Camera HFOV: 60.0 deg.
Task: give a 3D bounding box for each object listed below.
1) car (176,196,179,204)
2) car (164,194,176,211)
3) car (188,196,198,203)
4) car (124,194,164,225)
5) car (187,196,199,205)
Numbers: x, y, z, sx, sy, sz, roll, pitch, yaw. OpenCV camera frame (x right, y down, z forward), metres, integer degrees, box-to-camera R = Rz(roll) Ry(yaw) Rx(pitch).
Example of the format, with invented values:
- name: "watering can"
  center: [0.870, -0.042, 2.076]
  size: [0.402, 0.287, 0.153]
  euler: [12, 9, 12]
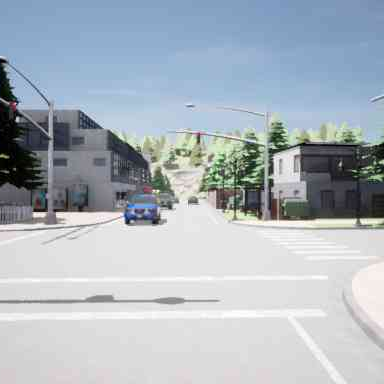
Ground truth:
- name: "car"
  center: [-3.416, 1.493, 63.449]
  size: [2.128, 1.511, 4.902]
  euler: [0, 0, 0]
- name: "car"
  center: [-3.538, 1.220, 41.201]
  size: [2.150, 2.045, 5.566]
  euler: [0, 0, 0]
- name: "car"
  center: [0.197, 1.547, 70.017]
  size: [2.033, 1.411, 5.357]
  euler: [0, 0, 0]
- name: "car"
  center: [-3.450, 1.221, 24.140]
  size: [2.150, 2.045, 5.566]
  euler: [0, 0, -1]
- name: "car"
  center: [0.189, 1.505, 59.596]
  size: [1.837, 1.490, 4.892]
  euler: [0, 0, 0]
